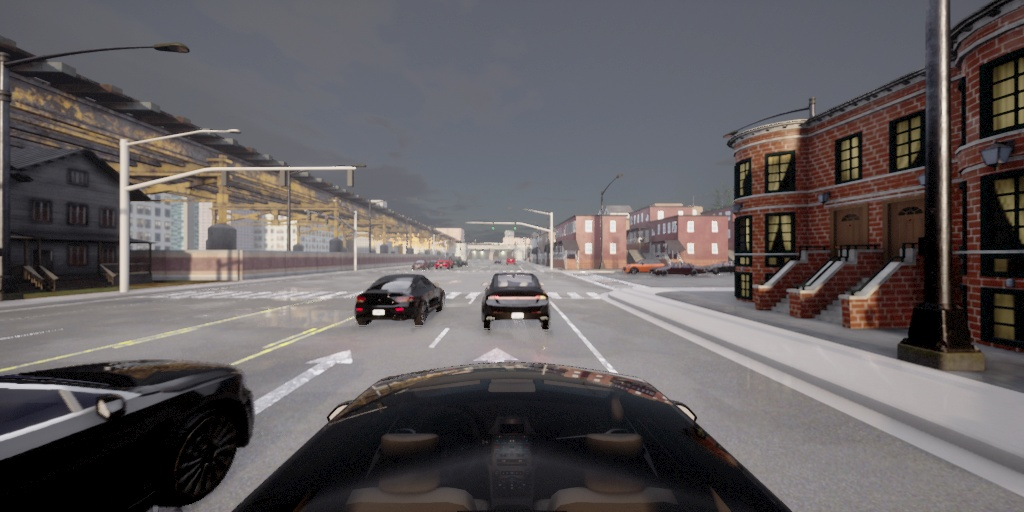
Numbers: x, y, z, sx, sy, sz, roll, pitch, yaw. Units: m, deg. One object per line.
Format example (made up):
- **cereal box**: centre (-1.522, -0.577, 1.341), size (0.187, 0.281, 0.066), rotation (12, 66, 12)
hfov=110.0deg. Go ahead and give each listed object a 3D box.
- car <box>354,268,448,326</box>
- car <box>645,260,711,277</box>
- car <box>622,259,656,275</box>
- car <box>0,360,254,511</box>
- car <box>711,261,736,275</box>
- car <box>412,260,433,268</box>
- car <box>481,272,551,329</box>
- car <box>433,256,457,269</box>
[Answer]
- **car**: centre (-3.449, 1.292, 11.599), size (1.812, 1.442, 4.674), rotation (0, 0, 0)
- **car**: centre (16.893, 1.356, 36.673), size (5.357, 1.411, 2.033), rotation (0, 0, 0)
- **car**: centre (14.736, 1.167, 40.157), size (4.553, 1.767, 2.097), rotation (0, 0, 0)
- **car**: centre (-3.398, 1.242, 1.478), size (2.128, 1.511, 4.902), rotation (0, 0, 0)
- **car**: centre (23.882, 1.306, 40.186), size (4.902, 1.511, 2.128), rotation (0, 0, 0)
- **car**: centre (-14.248, 1.368, 56.343), size (1.812, 1.442, 4.674), rotation (0, 0, 0)
- **car**: centre (0.069, 1.259, 11.282), size (2.128, 1.511, 4.902), rotation (0, 0, -2)
- **car**: centre (-10.747, 1.066, 57.227), size (2.150, 2.045, 5.566), rotation (0, 0, 0)
